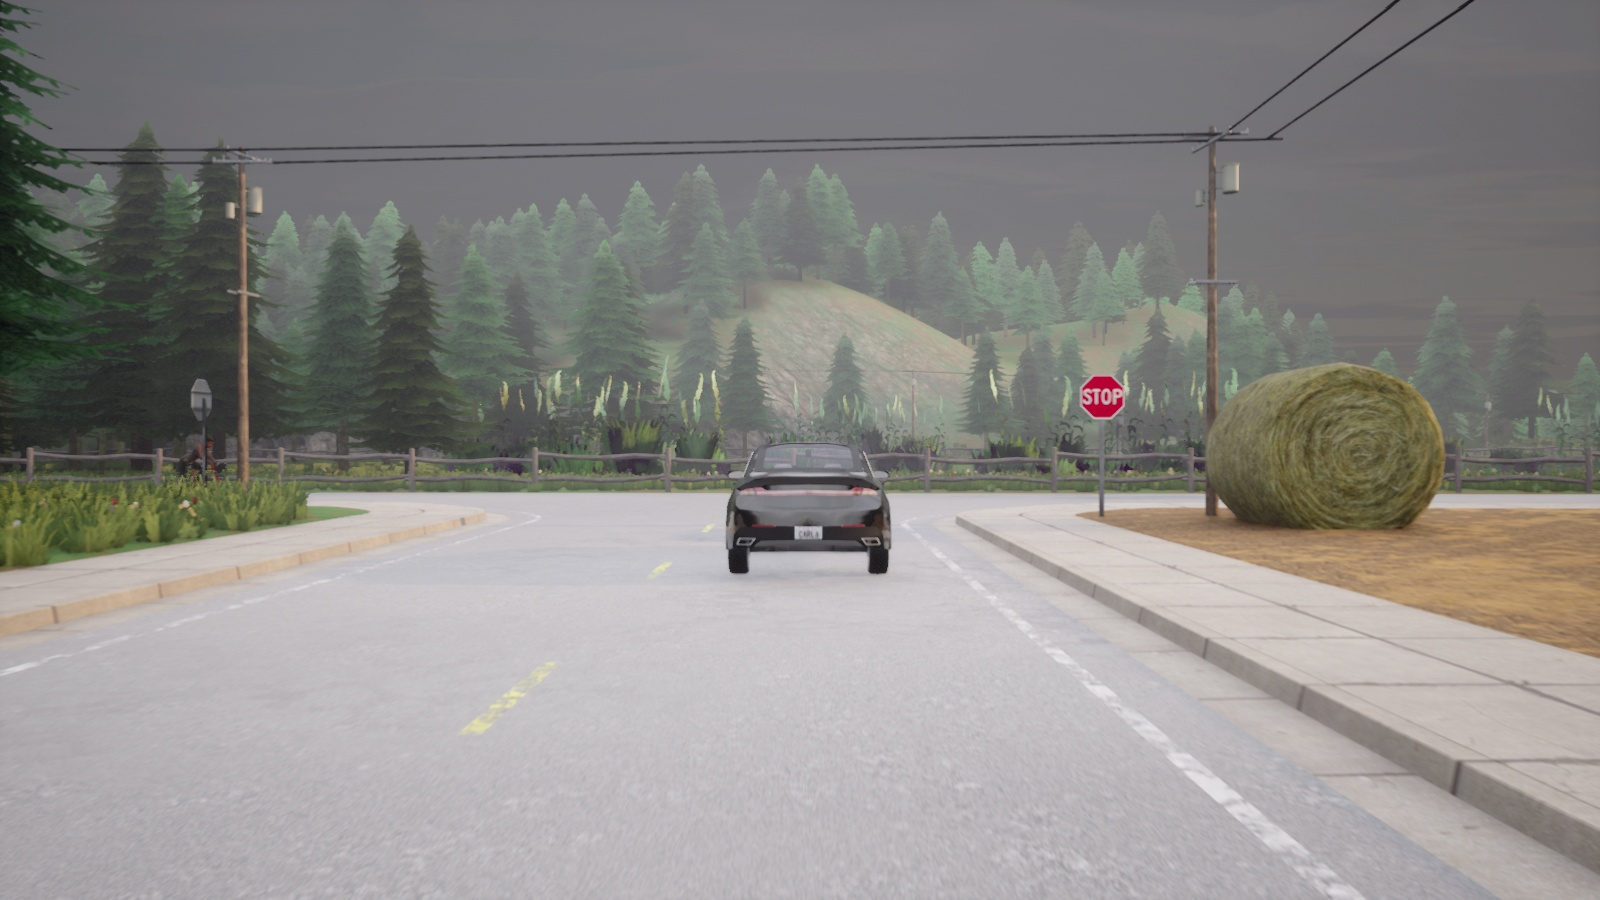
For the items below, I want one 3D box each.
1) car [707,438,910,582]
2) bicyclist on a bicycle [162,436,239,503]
[{"bbox_3d":[0.104,0.615,15.601,2.128,1.511,4.902,0,0,0],"label":"car"},{"bbox_3d":[-14.873,0.477,31.176,1.656,1.620,0.582,0,0,4],"label":"bicyclist on a bicycle"}]
